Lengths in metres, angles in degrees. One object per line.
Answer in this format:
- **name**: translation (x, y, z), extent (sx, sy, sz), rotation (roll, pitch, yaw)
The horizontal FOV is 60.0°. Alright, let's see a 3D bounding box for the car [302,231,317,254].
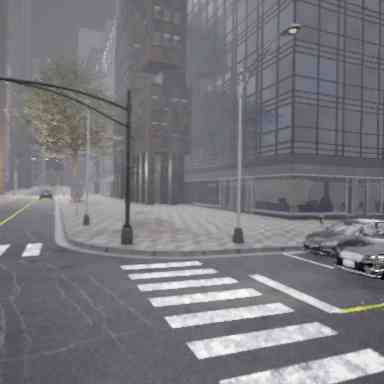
- **car**: translation (6.181, 1.700, 12.397), extent (4.403, 1.369, 2.008), rotation (1, 0, -22)

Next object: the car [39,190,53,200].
- **car**: translation (-24.760, 0.383, 56.511), extent (2.097, 1.767, 4.553), rotation (1, 1, -22)

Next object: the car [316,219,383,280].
- **car**: translation (6.364, 1.645, 9.594), extent (4.902, 1.511, 2.128), rotation (1, 0, -22)
